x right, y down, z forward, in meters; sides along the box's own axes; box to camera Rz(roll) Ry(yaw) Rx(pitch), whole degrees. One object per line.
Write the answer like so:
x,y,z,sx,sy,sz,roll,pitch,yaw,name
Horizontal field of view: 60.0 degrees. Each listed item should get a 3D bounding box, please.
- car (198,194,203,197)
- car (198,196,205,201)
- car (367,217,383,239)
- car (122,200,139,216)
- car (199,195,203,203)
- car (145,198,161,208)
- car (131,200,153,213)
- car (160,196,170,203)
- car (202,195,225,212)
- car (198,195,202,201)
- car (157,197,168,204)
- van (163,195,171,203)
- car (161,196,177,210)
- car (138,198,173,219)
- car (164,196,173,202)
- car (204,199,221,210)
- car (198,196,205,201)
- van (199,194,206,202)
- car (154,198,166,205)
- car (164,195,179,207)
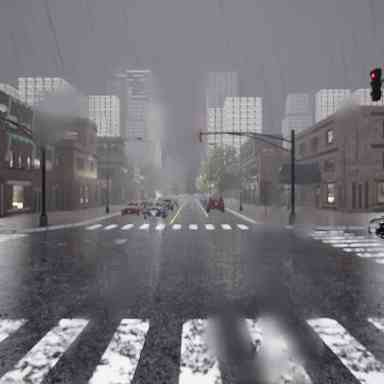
2.618,1.717,71.733,1.802,1.307,4.206,0,0,0,car
2.602,1.713,88.480,1.752,1.417,4.829,0,0,0,car
10.325,1.374,14.617,4.902,1.511,2.128,-1,0,-3,car
-5.810,1.591,33.052,1.887,1.381,4.507,0,0,0,car
2.636,1.658,55.159,1.947,1.339,4.313,0,0,0,car
-5.739,1.605,49.455,1.752,1.417,4.829,0,0,0,car
-5.728,1.623,38.574,1.947,1.339,4.313,0,0,0,car
-5.762,1.660,71.555,1.752,1.417,4.829,0,0,0,car
2.653,1.372,38.583,2.192,1.841,5.009,0,0,0,car
2.630,1.657,60.684,2.008,1.369,4.403,0,0,0,car
-5.756,1.702,66.200,1.802,1.307,4.206,0,0,0,car
-5.767,1.493,77.251,1.690,1.788,3.998,0,0,0,van
-3.135,1.568,40.846,1.837,1.490,4.892,0,0,0,car
-3.128,1.531,29.573,2.128,1.511,4.902,0,0,0,car
-5.773,1.720,82.776,2.008,1.369,4.403,0,0,0,car
2.646,1.634,44.108,1.947,1.339,4.313,0,0,0,car
2.596,1.787,93.835,1.802,1.307,4.206,0,0,0,car
2.607,1.510,82.786,1.690,1.788,3.998,0,0,0,van
-5.750,1.688,60.675,1.802,1.307,4.206,0,0,0,car
-3.137,1.580,53.550,2.128,1.511,4.902,0,0,0,car
